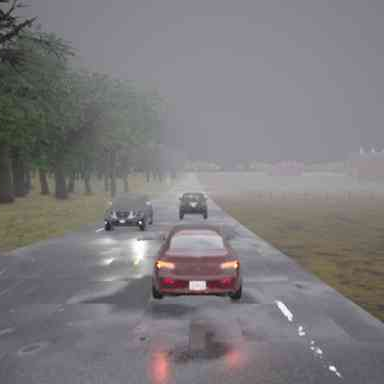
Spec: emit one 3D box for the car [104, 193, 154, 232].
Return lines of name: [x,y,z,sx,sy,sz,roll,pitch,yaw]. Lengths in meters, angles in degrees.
car: [-3.595,1.130,19.906,2.150,2.045,5.566,0,1,0]

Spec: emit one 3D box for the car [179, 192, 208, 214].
car: [0.107,1.036,26.923,2.150,2.045,5.566,0,1,0]

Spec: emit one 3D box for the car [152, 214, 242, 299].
car: [0.102,1.505,8.258,1.812,1.442,4.674,0,0,0]
